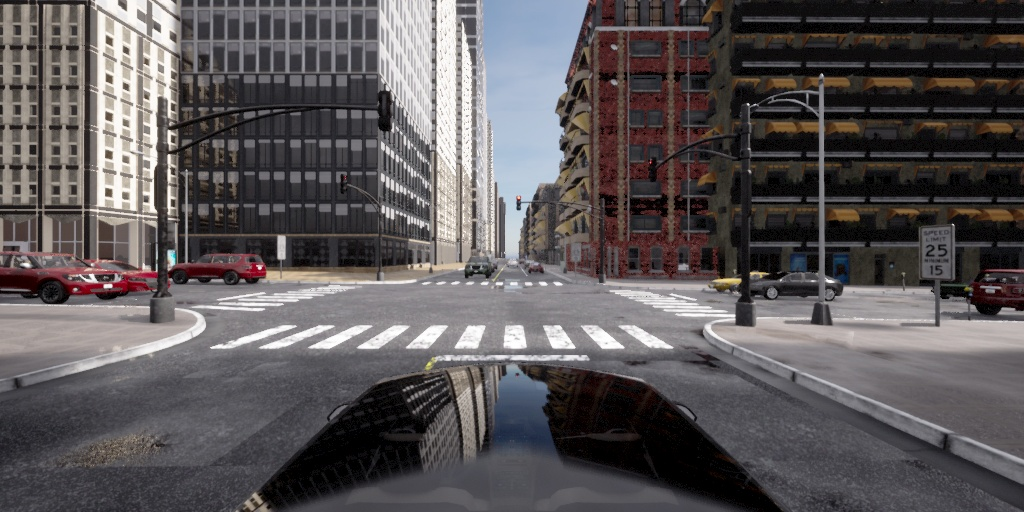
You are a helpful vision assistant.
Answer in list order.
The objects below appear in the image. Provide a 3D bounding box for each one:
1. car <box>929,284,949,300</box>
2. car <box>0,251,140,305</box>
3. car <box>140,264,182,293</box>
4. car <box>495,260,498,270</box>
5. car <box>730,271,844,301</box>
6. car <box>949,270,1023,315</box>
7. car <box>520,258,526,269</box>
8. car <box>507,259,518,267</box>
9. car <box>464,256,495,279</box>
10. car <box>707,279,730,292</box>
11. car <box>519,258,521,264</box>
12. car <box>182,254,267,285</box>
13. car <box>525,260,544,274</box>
[{"bbox_3d":[25.940,1.857,19.471,4.718,1.301,1.895,1,0,-1],"label":"car"},{"bbox_3d":[-17.570,0.757,13.321,5.009,1.841,2.192,0,0,0],"label":"car"},{"bbox_3d":[-18.154,0.915,15.908,5.008,1.535,1.882,1,0,0],"label":"car"},{"bbox_3d":[-3.073,1.284,43.648,1.812,1.442,4.674,0,0,0],"label":"car"},{"bbox_3d":[14.922,1.561,19.350,4.892,1.490,1.837,1,0,2],"label":"car"},{"bbox_3d":[20.604,1.460,13.669,5.009,1.841,2.192,0,0,0],"label":"car"},{"bbox_3d":[2.715,1.315,54.588,2.007,1.370,4.403,0,0,0],"label":"car"},{"bbox_3d":[0.136,1.297,64.877,1.812,1.442,4.674,0,0,0],"label":"car"},{"bbox_3d":[-3.085,0.976,33.574,2.150,2.045,5.566,0,0,0],"label":"car"},{"bbox_3d":[14.640,1.586,21.968,4.829,1.417,1.751,0,0,0],"label":"car"},{"bbox_3d":[2.719,1.319,60.236,2.007,1.370,4.403,0,0,0],"label":"car"},{"bbox_3d":[-17.701,0.775,21.701,5.009,1.841,2.192,0,0,0],"label":"car"},{"bbox_3d":[2.760,1.340,41.671,1.802,1.307,4.207,0,0,0],"label":"car"}]
